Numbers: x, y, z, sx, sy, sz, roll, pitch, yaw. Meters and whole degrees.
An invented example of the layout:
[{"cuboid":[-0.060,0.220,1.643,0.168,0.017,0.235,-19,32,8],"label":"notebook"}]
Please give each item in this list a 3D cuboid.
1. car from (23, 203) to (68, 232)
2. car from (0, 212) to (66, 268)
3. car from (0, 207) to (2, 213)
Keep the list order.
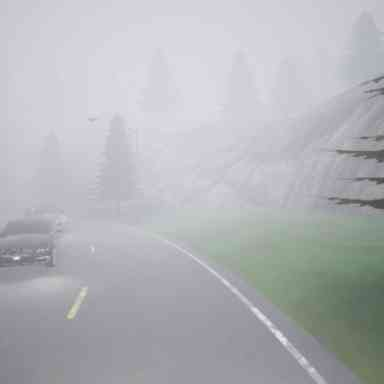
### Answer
[{"cuboid":[-9.326,1.602,21.280,2.097,1.767,4.553,0,-1,-29],"label":"car"},{"cuboid":[-5.633,1.646,11.602,1.837,1.490,4.892,0,-1,-18],"label":"car"},{"cuboid":[-24.001,1.963,37.816,4.902,1.511,2.128,0,-1,20],"label":"car"}]
